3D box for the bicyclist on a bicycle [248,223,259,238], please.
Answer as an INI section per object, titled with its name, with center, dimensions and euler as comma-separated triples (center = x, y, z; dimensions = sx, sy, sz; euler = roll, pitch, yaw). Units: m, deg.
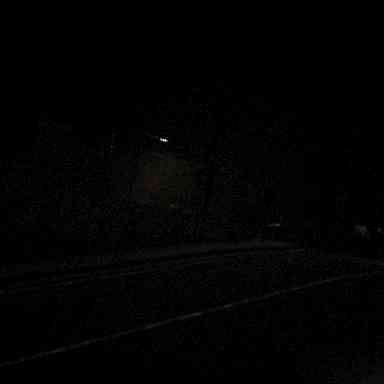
[bicyclist on a bicycle]
center = 6.577, 4.160, 35.320
dimensions = 1.656, 1.620, 0.582
euler = 13, -8, -34
